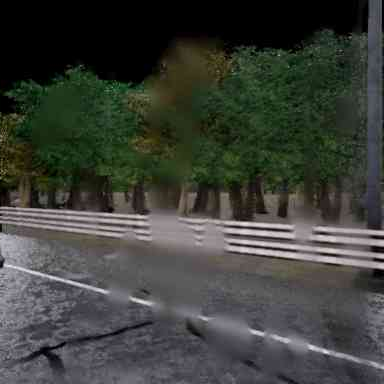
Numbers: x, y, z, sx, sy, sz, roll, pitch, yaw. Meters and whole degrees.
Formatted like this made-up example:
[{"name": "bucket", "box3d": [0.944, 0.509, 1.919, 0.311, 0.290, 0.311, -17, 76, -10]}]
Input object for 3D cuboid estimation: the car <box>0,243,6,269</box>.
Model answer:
[{"name": "car", "box3d": [-7.191, 1.495, 9.121, 5.357, 1.411, 2.033, 0, 0, 35]}]
